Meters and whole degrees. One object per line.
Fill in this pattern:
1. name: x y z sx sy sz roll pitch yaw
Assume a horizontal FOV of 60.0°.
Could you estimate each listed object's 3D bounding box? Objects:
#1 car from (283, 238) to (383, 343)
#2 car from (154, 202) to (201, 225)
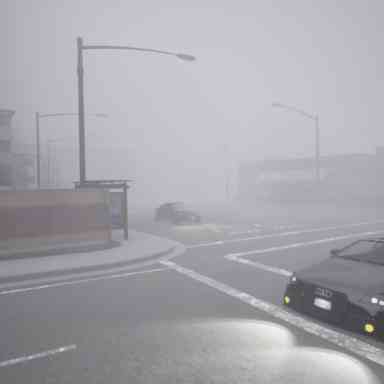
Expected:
1. car: 3.698 1.602 6.239 4.181 1.385 1.994 2 -1 -33
2. car: -1.168 1.468 24.092 1.812 1.442 4.674 -1 1 -32
